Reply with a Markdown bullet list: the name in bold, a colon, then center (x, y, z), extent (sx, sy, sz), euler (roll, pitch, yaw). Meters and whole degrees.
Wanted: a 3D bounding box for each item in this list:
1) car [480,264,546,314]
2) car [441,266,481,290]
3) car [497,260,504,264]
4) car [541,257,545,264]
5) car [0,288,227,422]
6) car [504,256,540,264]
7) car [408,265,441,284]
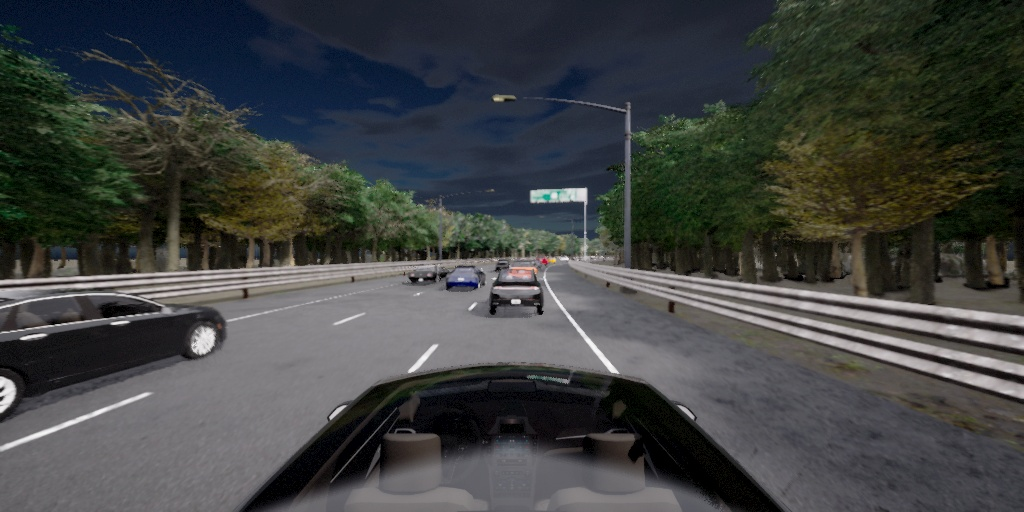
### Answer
- **car**: center (0.208, 1.242, 13.853), extent (2.128, 1.511, 4.902), euler (0, 0, 2)
- **car**: center (-2.815, 1.307, 22.575), extent (1.994, 1.385, 4.181), euler (0, 0, 3)
- **car**: center (-0.948, 1.242, 45.980), extent (1.837, 1.490, 4.892), euler (0, 0, 6)
- **car**: center (3.706, 1.284, 56.129), extent (2.033, 1.411, 5.357), euler (0, 0, 8)
- **car**: center (-6.875, 1.241, 5.457), extent (1.837, 1.490, 4.892), euler (0, 0, 1)
- **car**: center (0.835, 1.101, 26.958), extent (2.097, 1.767, 4.553), euler (0, 0, 4)
- **car**: center (-6.112, 1.336, 26.932), extent (1.895, 1.301, 4.718), euler (0, 0, 4)
